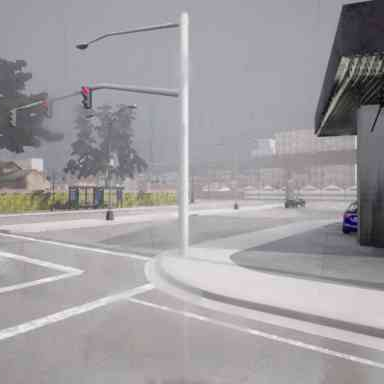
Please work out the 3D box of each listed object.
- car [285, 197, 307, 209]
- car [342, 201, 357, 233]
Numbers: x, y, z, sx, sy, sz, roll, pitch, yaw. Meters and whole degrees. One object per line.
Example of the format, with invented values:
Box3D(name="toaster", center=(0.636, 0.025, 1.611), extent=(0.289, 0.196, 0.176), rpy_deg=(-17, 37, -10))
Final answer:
Box3D(name="car", center=(14.526, 1.505, 46.567), extent=(1.837, 1.490, 4.892), rpy_deg=(0, 0, 36))
Box3D(name="car", center=(9.530, 1.295, 17.671), extent=(2.242, 1.667, 4.611), rpy_deg=(0, 0, 37))
